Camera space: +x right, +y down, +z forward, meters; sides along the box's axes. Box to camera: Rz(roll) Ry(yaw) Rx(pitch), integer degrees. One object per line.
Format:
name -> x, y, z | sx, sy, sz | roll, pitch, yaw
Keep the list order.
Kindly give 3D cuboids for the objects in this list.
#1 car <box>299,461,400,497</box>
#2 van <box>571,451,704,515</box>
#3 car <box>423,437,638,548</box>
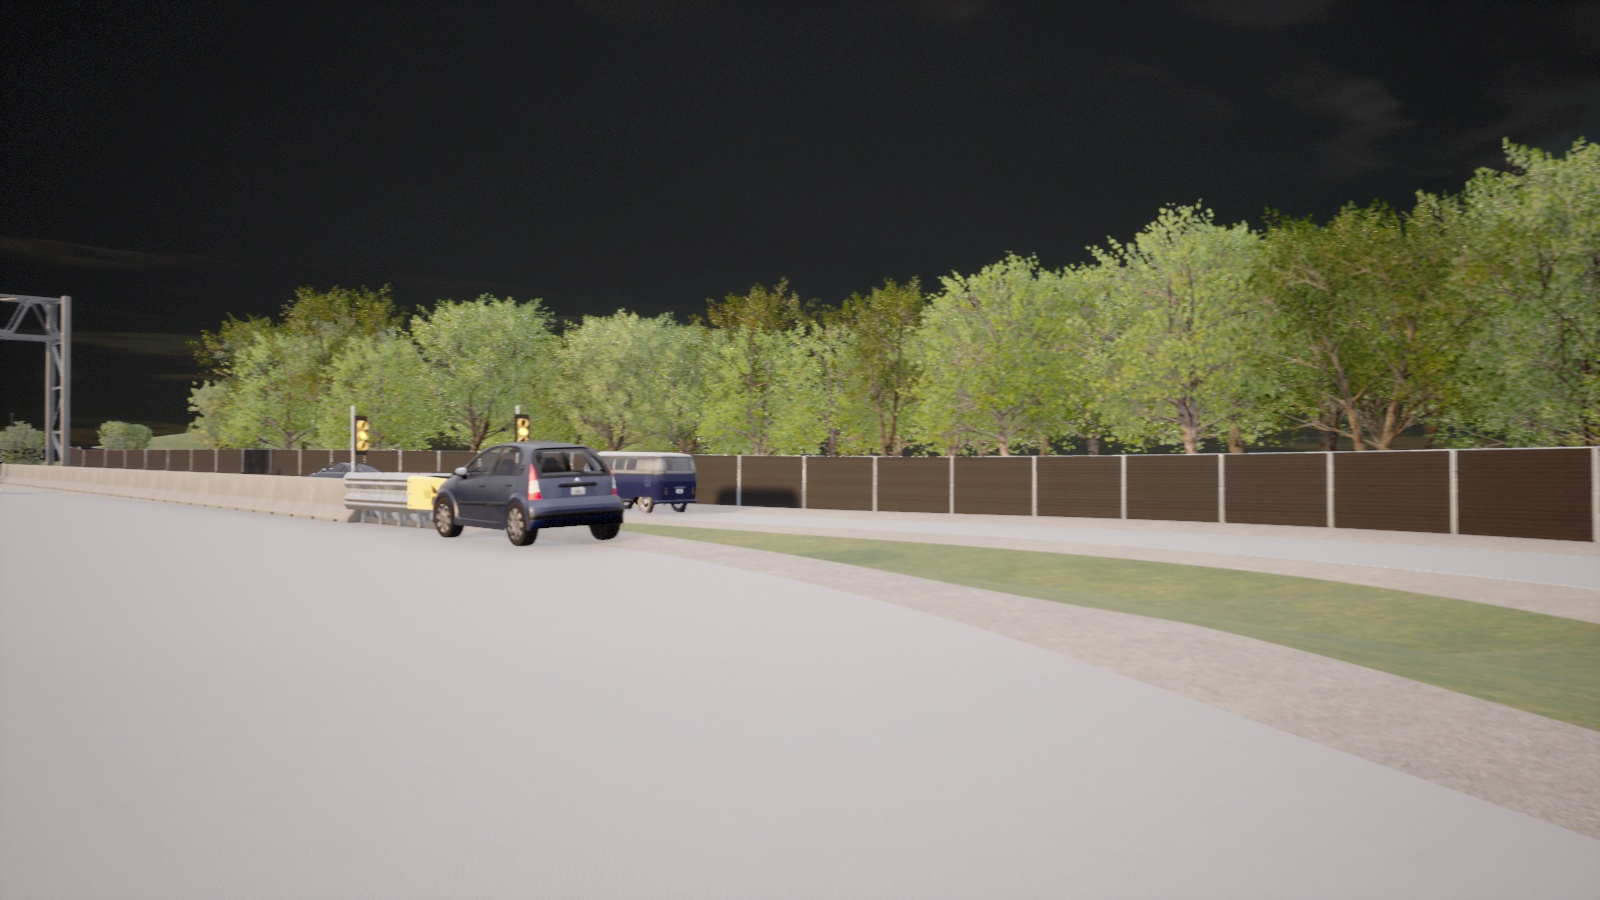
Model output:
car -> -18.656, 1.174, 51.920 | 4.181, 1.385, 1.994 | 1, 0, 38
van -> -5.383, 1.038, 41.359 | 4.442, 1.987, 1.775 | 0, -1, 40
car -> -4.555, 0.617, 20.836 | 1.851, 1.617, 3.988 | -2, 1, -39
